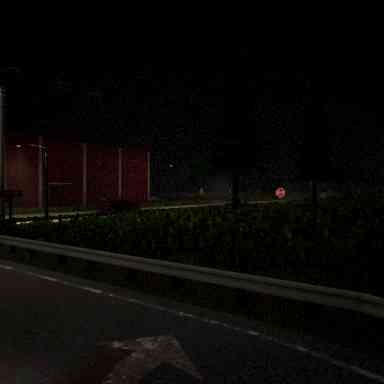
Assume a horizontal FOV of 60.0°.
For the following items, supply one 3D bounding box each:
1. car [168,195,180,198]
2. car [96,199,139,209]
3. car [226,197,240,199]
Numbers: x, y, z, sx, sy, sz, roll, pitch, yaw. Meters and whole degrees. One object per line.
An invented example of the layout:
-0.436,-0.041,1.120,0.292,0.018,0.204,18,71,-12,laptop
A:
-4.718,1.532,85.619,1.816,1.474,4.193,0,0,36,car
-7.823,1.504,35.280,1.882,1.535,5.008,0,0,36,car
6.527,1.520,54.634,2.128,1.511,4.902,0,0,37,car
